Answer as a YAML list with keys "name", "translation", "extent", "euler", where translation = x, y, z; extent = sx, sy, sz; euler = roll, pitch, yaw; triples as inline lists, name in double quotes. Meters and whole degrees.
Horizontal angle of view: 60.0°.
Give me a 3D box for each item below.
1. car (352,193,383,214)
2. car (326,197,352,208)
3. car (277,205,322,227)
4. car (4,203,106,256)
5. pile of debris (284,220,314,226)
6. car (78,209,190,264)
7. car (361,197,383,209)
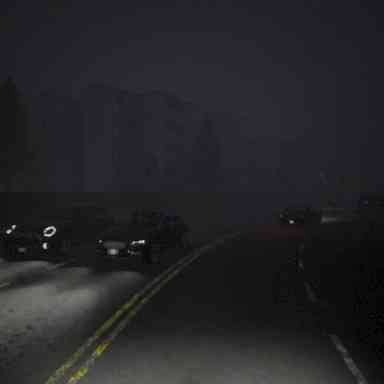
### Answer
- name: "car"
  translation: [19.617, 1.168, 35.552]
  extent: [5.566, 2.045, 2.150]
  euler: [0, 0, -43]
- name: "car"
  translation: [20.733, 1.454, 46.511]
  extent: [5.357, 1.411, 2.033]
  euler: [0, 0, -43]
- name: "car"
  translation: [7.352, 1.538, 22.339]
  extent: [1.895, 1.301, 4.718]
  euler: [1, 0, 33]
- name: "car"
  translation: [-4.799, 1.269, 12.839]
  extent: [2.097, 1.767, 4.553]
  euler: [0, 0, 18]
- name: "pile of debris"
  translation: [7.327, 2.114, 22.736]
  extent: [1.500, 0.140, 1.860]
  euler: [0, 0, 34]
- name: "car"
  translation: [-1.520, 1.430, 11.809]
  extent: [2.128, 1.511, 4.902]
  euler: [0, 0, 17]
- name: "car"
  translation: [25.643, 1.481, 46.320]
  extent: [5.357, 1.411, 2.033]
  euler: [0, 0, -43]
